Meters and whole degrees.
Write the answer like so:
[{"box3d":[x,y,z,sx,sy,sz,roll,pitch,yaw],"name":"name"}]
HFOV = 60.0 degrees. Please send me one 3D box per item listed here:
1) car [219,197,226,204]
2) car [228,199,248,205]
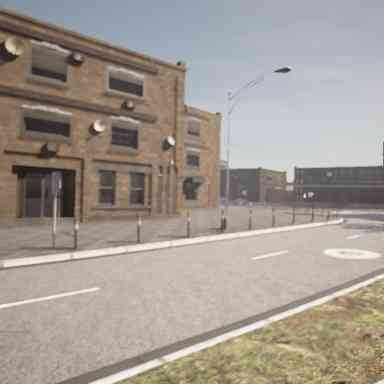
[{"box3d":[6.626,1.937,76.061,2.185,1.767,4.553,1,-1,41],"name":"car"},{"box3d":[10.679,2.182,72.444,2.163,1.488,4.792,1,-1,41],"name":"car"}]
